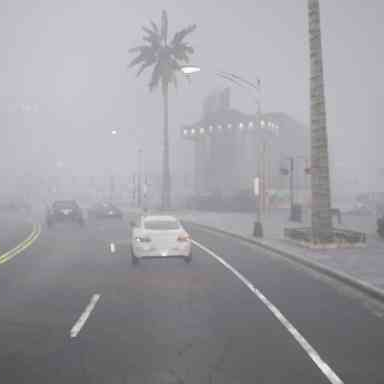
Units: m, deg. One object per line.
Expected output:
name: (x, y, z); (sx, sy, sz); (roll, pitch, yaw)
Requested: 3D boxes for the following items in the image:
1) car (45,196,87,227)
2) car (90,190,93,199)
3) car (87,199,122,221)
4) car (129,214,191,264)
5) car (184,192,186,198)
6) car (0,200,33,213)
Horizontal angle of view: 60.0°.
car: (-8.569, 1.268, 22.120); (2.097, 1.767, 4.553); (0, 0, -26)
car: (-20.768, 1.029, 63.421); (4.553, 1.767, 2.185); (0, 0, 33)
car: (-7.018, 1.477, 26.431); (1.994, 1.385, 4.181); (0, 0, -30)
car: (-1.195, 1.495, 11.679); (1.812, 1.442, 4.674); (0, 0, -10)
car: (-0.498, 1.282, 63.819); (4.674, 1.452, 2.002); (0, 0, 33)
car: (-18.813, 1.443, 35.254); (4.718, 1.301, 1.895); (0, 0, 41)
